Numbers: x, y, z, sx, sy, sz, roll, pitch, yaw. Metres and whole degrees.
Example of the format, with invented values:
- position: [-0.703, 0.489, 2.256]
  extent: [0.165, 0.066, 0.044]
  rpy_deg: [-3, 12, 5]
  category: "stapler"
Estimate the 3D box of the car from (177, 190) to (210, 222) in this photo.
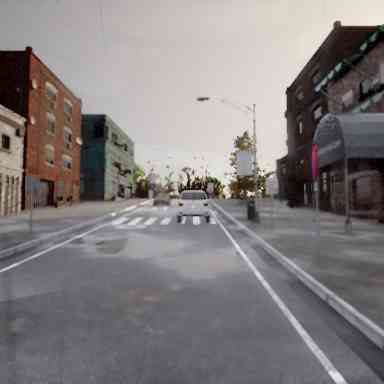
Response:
- position: [0.099, 0.897, 23.355]
  extent: [2.150, 2.045, 5.566]
  rpy_deg: [0, 1, 0]
  category: "car"

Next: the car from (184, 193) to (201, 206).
- position: [0.098, 0.884, 42.004]
  extent: [2.033, 1.411, 5.357]
  rpy_deg: [0, 1, 0]
  category: "car"

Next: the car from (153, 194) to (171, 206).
- position: [-3.505, 0.926, 39.677]
  extent: [2.033, 1.411, 5.357]
  rpy_deg: [0, 1, 0]
  category: "car"
